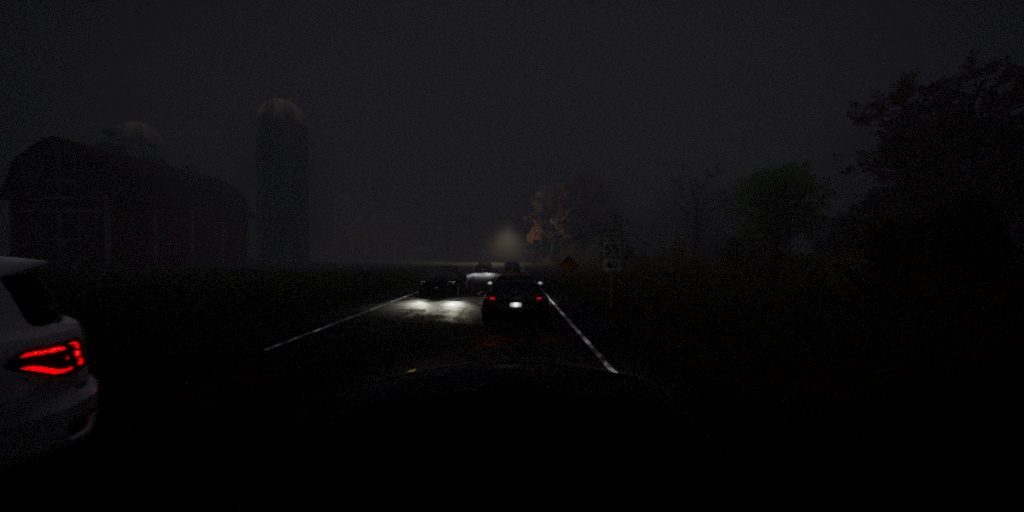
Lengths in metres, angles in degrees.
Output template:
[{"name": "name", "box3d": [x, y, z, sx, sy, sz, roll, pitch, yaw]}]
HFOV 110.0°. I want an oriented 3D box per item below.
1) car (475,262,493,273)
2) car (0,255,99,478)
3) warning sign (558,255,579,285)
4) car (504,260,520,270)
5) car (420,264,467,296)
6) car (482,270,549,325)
[{"name": "car", "box3d": [-3.498, 1.364, 45.143, 1.895, 1.301, 4.718, 0, 0, 1]}, {"name": "car", "box3d": [-5.571, 0.953, 1.160, 2.150, 2.045, 5.566, 1, 0, 30]}, {"name": "warning sign", "box3d": [3.564, 0.874, 22.609, 1.300, 1.860, 1.060, 0, 0, 0]}, {"name": "car", "box3d": [0.030, 1.255, 42.034, 2.128, 1.511, 4.902, 0, 0, 0]}, {"name": "car", "box3d": [-3.586, 1.233, 19.472, 1.882, 1.535, 5.008, 0, 0, 0]}, {"name": "car", "box3d": [0.107, 1.317, 11.895, 1.994, 1.385, 4.181, 0, 0, 0]}]
